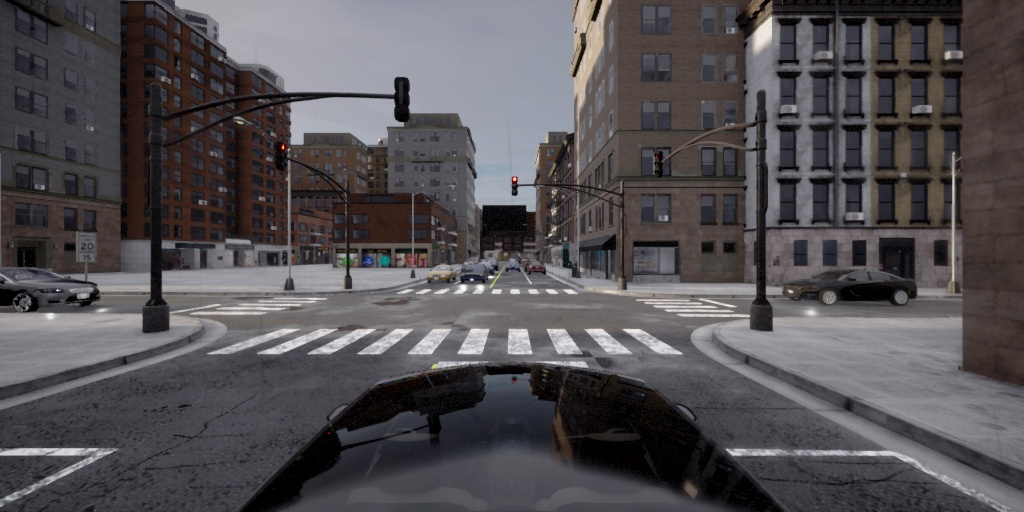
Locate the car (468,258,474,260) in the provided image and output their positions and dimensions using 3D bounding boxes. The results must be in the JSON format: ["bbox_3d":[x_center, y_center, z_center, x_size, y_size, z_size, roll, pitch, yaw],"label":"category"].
[{"bbox_3d":[-5.371,1.302,45.045,2.007,1.370,4.403,0,0,0],"label":"car"}]

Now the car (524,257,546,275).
[{"bbox_3d":[2.652,1.191,39.380,1.967,1.591,4.097,0,0,0],"label":"car"}]

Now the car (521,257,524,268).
[{"bbox_3d":[2.654,1.067,45.042,2.192,1.841,5.009,0,0,0],"label":"car"}]

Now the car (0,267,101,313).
[{"bbox_3d":[-17.844,1.159,12.872,4.902,1.511,2.128,0,0,0],"label":"car"}]

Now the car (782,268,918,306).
[{"bbox_3d":[14.778,1.310,15.845,5.008,1.535,1.882,0,0,-1],"label":"car"}]

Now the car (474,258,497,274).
[{"bbox_3d":[-2.837,1.277,38.192,1.812,1.442,4.674,0,0,0],"label":"car"}]

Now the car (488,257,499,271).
[{"bbox_3d":[-2.815,1.230,48.682,1.882,1.535,5.008,0,0,0],"label":"car"}]

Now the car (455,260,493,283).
[{"bbox_3d":[-2.838,1.298,28.142,2.033,1.411,5.357,0,0,0],"label":"car"}]

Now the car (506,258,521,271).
[{"bbox_3d":[0.120,1.300,48.054,2.033,1.411,5.357,0,0,0],"label":"car"}]

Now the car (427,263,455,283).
[{"bbox_3d":[-5.377,1.276,27.889,1.751,1.417,4.829,0,0,0],"label":"car"}]
